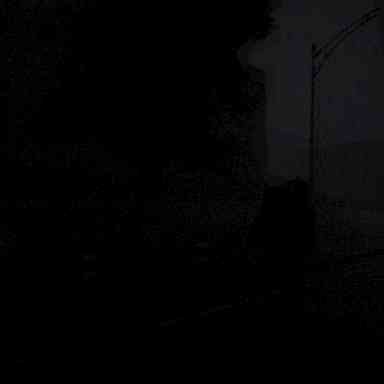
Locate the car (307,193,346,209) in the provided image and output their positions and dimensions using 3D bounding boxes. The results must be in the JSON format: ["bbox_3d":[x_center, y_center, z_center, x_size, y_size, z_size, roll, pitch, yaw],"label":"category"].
[{"bbox_3d":[18.015,1.237,45.409,2.150,2.045,5.566,2,-1,-33],"label":"car"}]
